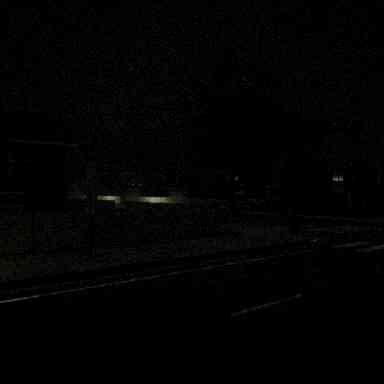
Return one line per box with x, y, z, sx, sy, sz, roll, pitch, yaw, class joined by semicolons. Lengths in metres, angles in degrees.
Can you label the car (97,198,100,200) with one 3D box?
-16.039;1.654;54.243;1.994;1.385;4.181;0;0;-35;car
